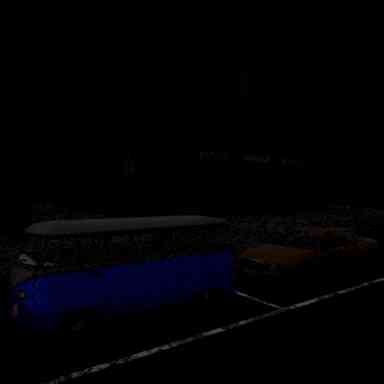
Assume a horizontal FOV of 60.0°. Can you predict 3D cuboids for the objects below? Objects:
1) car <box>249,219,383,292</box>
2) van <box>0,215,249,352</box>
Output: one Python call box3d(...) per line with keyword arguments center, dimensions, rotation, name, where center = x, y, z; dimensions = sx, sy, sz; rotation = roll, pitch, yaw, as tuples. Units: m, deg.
box3d(center=(3.216, 1.525, 8.927), dimensions=(4.829, 1.417, 1.752), rotation=(0, 0, -35), name="car")
box3d(center=(-1.079, 1.341, 5.877), dimensions=(3.998, 1.788, 1.690), rotation=(0, 0, -35), name="van")
